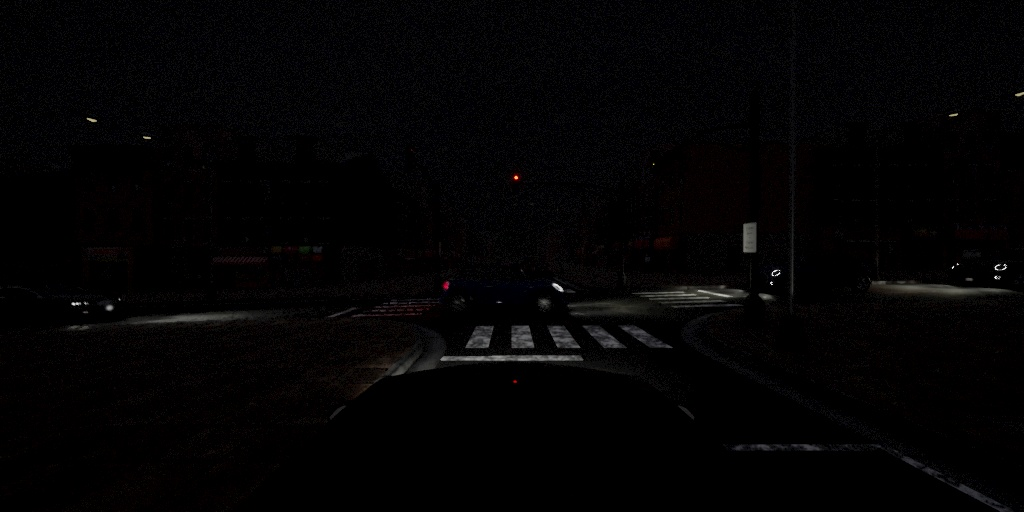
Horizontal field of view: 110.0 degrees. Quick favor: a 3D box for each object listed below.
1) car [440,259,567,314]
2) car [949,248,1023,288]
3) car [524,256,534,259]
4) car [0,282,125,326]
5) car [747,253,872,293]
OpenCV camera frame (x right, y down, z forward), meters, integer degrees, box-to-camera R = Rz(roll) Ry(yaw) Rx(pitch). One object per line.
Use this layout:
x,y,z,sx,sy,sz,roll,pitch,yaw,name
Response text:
-0.270,1.109,13.359,4.553,1.767,2.097,0,0,0,car
23.076,0.433,16.346,4.553,1.767,2.097,-1,0,0,car
2.631,1.112,38.560,2.192,1.841,5.009,0,0,0,car
-17.420,1.753,13.316,4.902,1.511,2.128,-2,0,0,car
13.358,0.685,16.349,4.553,1.767,2.097,-1,0,1,car
